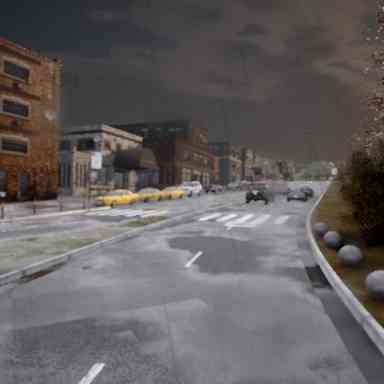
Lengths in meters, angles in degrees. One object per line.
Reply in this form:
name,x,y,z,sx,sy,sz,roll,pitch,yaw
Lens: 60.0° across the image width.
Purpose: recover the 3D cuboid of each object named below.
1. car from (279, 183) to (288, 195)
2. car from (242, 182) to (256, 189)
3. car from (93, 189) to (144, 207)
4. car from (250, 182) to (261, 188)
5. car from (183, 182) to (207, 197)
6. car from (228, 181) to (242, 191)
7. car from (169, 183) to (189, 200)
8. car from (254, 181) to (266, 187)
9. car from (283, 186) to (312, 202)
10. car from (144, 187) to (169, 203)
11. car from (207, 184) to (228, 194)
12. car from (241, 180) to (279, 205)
car,13.522,-0.194,49.071,1.994,1.385,4.181,1,3,23
car,13.914,-1.580,80.597,2.231,1.521,4.892,1,2,24
car,-6.972,0.509,30.950,1.946,1.575,5.366,1,2,23
car,16.634,-1.851,86.902,1.946,1.575,5.366,1,2,23
car,-0.417,-0.395,46.455,2.435,2.045,5.566,1,2,23
car,8.177,-1.002,66.846,2.231,1.521,4.892,1,2,23
car,-2.673,0.078,41.118,1.946,1.575,5.366,1,2,23
car,18.862,-2.196,92.184,2.185,1.767,4.553,1,2,23
car,11.520,0.329,36.193,1.994,1.385,4.181,1,3,24
car,-4.818,0.292,36.031,1.946,1.575,5.366,1,2,23
car,3.869,-0.543,56.639,2.163,1.488,4.792,1,2,23
car,6.981,0.114,33.702,2.150,2.045,5.566,1,2,23
